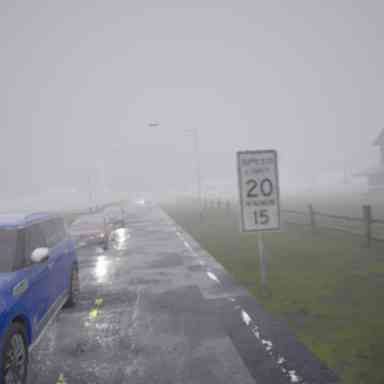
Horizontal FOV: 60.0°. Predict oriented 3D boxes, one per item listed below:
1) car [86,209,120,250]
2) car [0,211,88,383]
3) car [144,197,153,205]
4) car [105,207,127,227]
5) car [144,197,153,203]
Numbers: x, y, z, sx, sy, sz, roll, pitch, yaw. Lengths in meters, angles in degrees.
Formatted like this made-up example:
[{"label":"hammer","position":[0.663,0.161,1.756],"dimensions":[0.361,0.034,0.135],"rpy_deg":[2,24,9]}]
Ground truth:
[{"label":"car","position":[-4.664,1.811,15.500],"dimensions":[1.812,1.442,4.674],"rpy_deg":[-3,0,-8]},{"label":"car","position":[-3.289,1.421,5.280],"dimensions":[2.150,2.045,5.566],"rpy_deg":[-3,0,-9]},{"label":"car","position":[-9.886,2.077,75.331],"dimensions":[2.128,1.511,4.902],"rpy_deg":[-3,0,-8]},{"label":"car","position":[-6.035,1.893,25.650],"dimensions":[1.812,1.442,4.674],"rpy_deg":[-3,0,-7]},{"label":"car","position":[-11.272,2.065,85.542],"dimensions":[2.128,1.511,4.902],"rpy_deg":[-3,0,-8]}]
